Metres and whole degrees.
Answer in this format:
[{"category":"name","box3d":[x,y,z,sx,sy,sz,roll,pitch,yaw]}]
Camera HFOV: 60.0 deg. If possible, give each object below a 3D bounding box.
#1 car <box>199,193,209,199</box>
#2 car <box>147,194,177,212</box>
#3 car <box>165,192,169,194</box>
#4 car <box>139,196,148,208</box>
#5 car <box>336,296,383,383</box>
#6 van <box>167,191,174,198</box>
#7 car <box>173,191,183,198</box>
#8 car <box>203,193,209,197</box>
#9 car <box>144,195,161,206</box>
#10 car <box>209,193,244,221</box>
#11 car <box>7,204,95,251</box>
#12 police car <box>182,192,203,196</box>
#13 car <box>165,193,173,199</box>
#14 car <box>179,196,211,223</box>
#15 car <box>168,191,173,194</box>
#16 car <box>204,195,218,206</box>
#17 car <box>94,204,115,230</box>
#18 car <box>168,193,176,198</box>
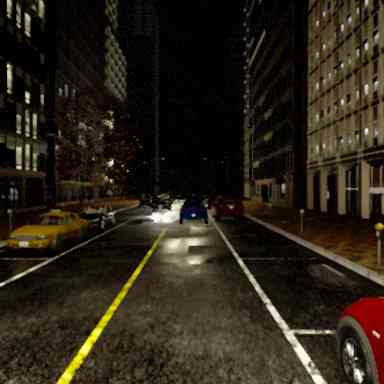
[{"category":"car","box3d":[2.728,0.966,76.421,1.947,1.339,4.313,0,0,0]},{"category":"car","box3d":[-3.079,1.230,34.915,2.128,1.511,4.902,0,0,0]},{"category":"car","box3d":[-5.660,1.124,59.360,1.802,1.307,4.206,0,0,0]},{"category":"car","box3d":[-5.668,1.231,42.285,2.008,1.369,4.403,0,0,0]},{"category":"car","box3d":[2.695,1.422,2.425,1.967,1.590,4.097,0,0,0]},{"category":"van","box3d":[-5.646,0.645,87.820,1.690,1.788,3.998,0,0,0]},{"category":"car","box3d":[-2.964,0.729,77.145,2.128,1.511,4.902,0,0,0]},{"category":"car","box3d":[2.711,1.040,36.576,2.192,1.841,5.009,0,0,0]},{"category":"car","box3d":[-5.666,1.201,47.978,1.947,1.339,4.313,0,0,0]},{"category":"car","box3d":[2.706,1.128,25.192,2.192,1.841,5.009,0,0,0]},{"category":"car","box3d":[-5.681,1.425,13.653,1.752,1.417,4.829,0,0,0]},{"category":"police car","box3d":[0.117,1.113,41.269,1.930,1.638,5.238,0,1,0]},{"category":"car","box3d":[-5.650,0.897,82.130,1.887,1.381,4.507,0,0,0]},{"category":"car","box3d":[0.110,1.302,23.604,1.882,1.535,5.008,0,0,0]},{"category":"car","box3d":[-5.655,0.999,70.746,2.008,1.369,4.403,0,0,0]},{"category":"car","box3d":[2.715,1.159,48.131,1.752,1.417,4.829,0,0,0]},{"category":"car","box3d":[-5.679,1.406,19.517,2.008,1.369,4.403,0,0,0]},{"category":"car","box3d":[-5.644,0.837,93.514,1.802,1.307,4.206,0,0,0]}]
